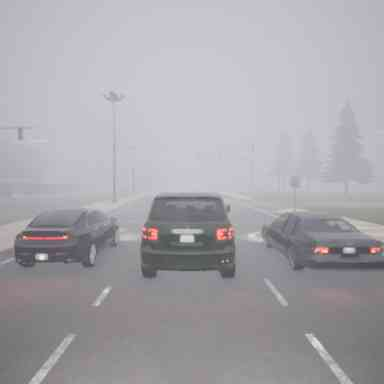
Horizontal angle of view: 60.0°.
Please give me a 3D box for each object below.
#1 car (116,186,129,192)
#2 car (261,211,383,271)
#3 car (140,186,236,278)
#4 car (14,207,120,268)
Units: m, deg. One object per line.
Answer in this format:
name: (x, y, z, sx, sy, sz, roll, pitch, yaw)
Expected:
car: (-16.677, -0.671, 81.587, 2.033, 1.411, 5.357, 0, 2, 0)
car: (3.462, 1.274, 9.876, 2.033, 1.411, 5.357, 0, 1, -1)
car: (-0.049, 0.963, 9.407, 2.150, 2.045, 5.566, 0, 2, 1)
car: (-3.541, 1.223, 10.236, 1.837, 1.490, 4.892, 0, 1, 0)
